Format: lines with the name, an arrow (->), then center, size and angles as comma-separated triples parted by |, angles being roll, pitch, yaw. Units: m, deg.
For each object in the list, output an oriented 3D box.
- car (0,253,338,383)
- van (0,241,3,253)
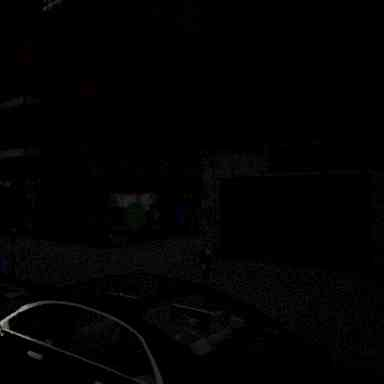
car -> -0.852, 1.569, 3.455 | 4.403, 1.369, 2.008 | 0, 0, 36
van -> -5.468, 1.400, 6.749 | 3.998, 1.788, 1.690 | 0, 0, 36
